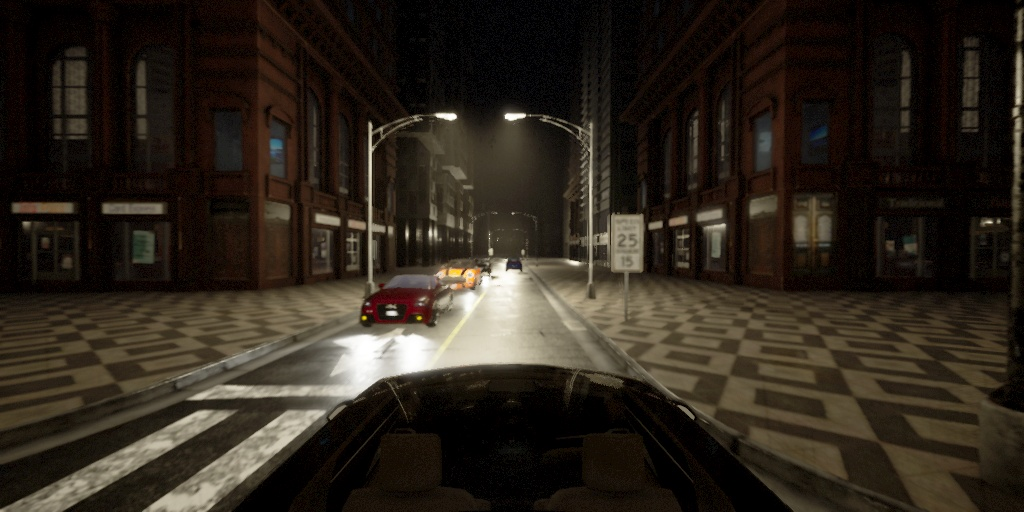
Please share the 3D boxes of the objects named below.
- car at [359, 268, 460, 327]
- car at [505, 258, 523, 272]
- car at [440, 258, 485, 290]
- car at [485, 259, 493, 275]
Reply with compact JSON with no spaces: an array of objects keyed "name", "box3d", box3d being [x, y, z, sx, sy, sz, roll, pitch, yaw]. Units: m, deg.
[{"name":"car","box3d":[-3.043,1.256,11.128,1.994,1.385,4.181,0,0,1]},{"name":"car","box3d":[0.231,0.956,40.498,1.882,1.535,5.008,0,1,0]},{"name":"car","box3d":[-2.984,0.969,20.847,2.097,1.767,4.553,0,0,1]},{"name":"car","box3d":[-2.887,1.002,34.524,2.128,1.511,4.902,0,1,1]}]
